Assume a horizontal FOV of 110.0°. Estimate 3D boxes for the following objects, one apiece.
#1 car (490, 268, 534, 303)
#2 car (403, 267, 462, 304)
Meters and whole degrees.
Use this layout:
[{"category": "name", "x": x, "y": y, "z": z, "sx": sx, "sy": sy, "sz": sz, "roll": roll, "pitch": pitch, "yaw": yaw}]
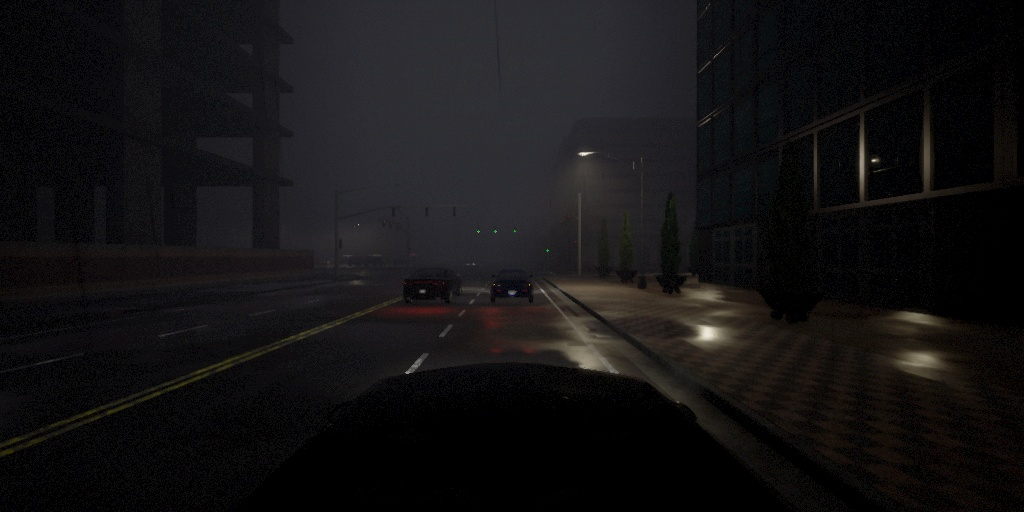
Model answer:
[{"category": "car", "x": 0.000, "y": 1.281, "z": 16.500, "sx": 1.812, "sy": 1.442, "sz": 4.674, "roll": 0, "pitch": 0, "yaw": 0}, {"category": "car", "x": -3.500, "y": 1.233, "z": 16.500, "sx": 1.882, "sy": 1.535, "sz": 5.008, "roll": 0, "pitch": 0, "yaw": 0}]
